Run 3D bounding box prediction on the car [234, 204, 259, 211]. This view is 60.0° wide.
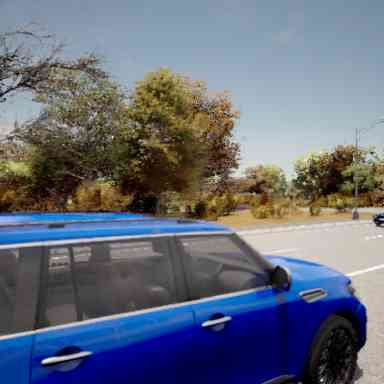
[{"bbox_3d":[11.119,3.156,68.237,2.033,1.411,5.357,0,-3,-32],"label":"car"}]

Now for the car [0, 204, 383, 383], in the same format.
[{"bbox_3d":[-0.492,1.222,3.398,5.566,2.045,2.150,0,0,-35],"label":"car"}]
